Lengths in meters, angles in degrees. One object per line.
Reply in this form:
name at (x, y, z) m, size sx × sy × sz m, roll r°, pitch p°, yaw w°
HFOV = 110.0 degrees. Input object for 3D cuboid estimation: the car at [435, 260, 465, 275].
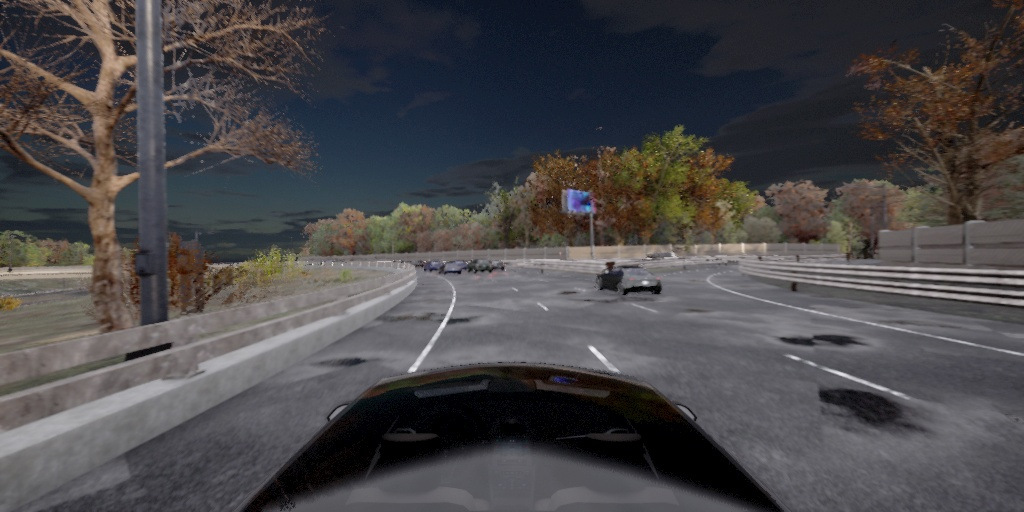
car at (-7.016, 1.380, 40.494) m, size 1.994 × 1.385 × 4.181 m, roll -1°, pitch 0°, yaw -21°

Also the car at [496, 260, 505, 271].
car at (-2.434, 1.240, 47.796) m, size 1.812 × 1.442 × 4.674 m, roll -1°, pitch 0°, yaw -24°

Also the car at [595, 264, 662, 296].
car at (5.792, 1.177, 18.299) m, size 1.994 × 1.385 × 4.181 m, roll -1°, pitch 0°, yaw -8°

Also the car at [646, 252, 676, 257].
car at (20.229, 0.491, 50.492) m, size 5.566 × 2.045 × 2.150 m, roll -1°, pitch 0°, yaw 3°

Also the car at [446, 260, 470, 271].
car at (-7.711, 1.336, 50.746) m, size 1.812 × 1.442 × 4.674 m, roll -1°, pitch 0°, yaw -28°

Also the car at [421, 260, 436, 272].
car at (-10.547, 1.395, 48.591) m, size 1.812 × 1.442 × 4.674 m, roll -1°, pitch 0°, yaw -28°

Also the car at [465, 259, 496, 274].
car at (-3.868, 1.104, 42.024) m, size 2.097 × 1.767 × 4.553 m, roll -1°, pitch 0°, yaw -21°
